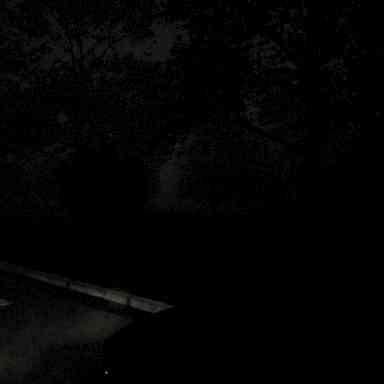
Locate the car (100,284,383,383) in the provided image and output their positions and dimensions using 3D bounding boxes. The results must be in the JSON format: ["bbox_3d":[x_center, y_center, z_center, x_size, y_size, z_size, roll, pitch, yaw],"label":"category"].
[{"bbox_3d":[1.432,1.477,2.357,5.008,1.535,1.882,0,0,36],"label":"car"}]
